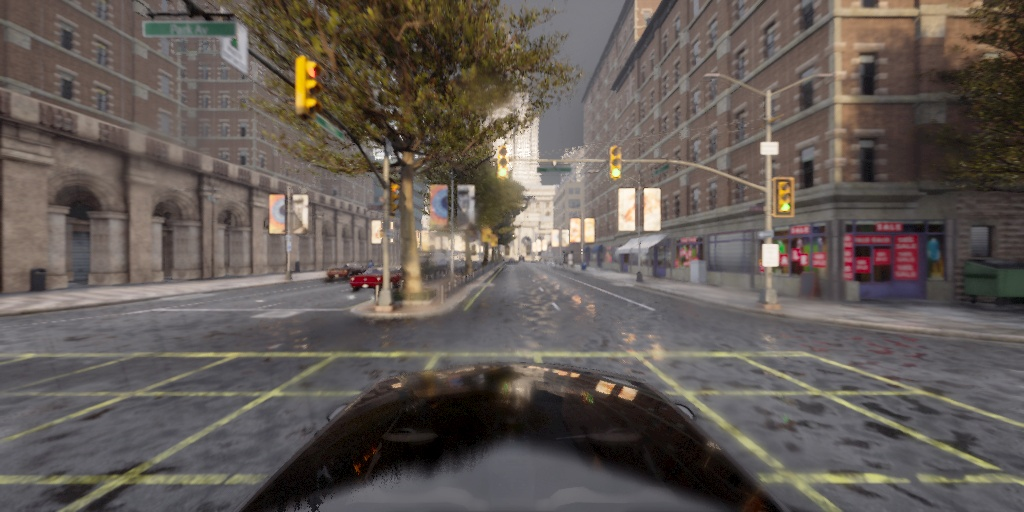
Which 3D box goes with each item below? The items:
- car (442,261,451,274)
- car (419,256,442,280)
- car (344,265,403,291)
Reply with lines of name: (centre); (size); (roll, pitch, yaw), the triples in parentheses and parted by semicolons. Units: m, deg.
car: (-7.990, 1.305, 42.214); (2.033, 1.411, 5.357); (0, 0, 0)
car: (-8.014, 0.977, 31.606); (2.150, 2.045, 5.566); (0, 0, 0)
car: (-8.080, 1.355, 21.967); (1.895, 1.301, 4.718); (0, 0, 0)
